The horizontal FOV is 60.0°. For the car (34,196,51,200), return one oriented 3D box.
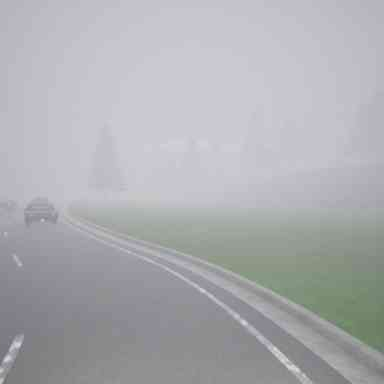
[{"bbox_3d":[-17.518,1.249,38.709,1.837,1.490,4.892,0,0,-22],"label":"car"}]

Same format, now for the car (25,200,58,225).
[{"bbox_3d":[-10.397,1.452,22.777,1.895,1.301,4.718,0,0,-27],"label":"car"}]

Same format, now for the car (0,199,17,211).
[{"bbox_3d":[-20.414,1.367,36.458,1.895,1.301,4.718,0,0,-22],"label":"car"}]
